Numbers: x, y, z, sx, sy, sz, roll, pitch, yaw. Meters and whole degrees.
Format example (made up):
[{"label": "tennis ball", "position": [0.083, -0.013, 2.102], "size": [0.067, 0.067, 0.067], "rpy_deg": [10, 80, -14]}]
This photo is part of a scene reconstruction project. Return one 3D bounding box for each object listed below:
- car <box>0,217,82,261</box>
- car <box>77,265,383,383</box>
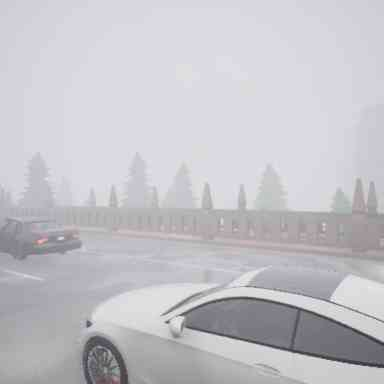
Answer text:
[{"label": "car", "position": [-6.518, 1.666, 12.815], "size": [5.357, 1.411, 2.033], "rpy_deg": [-1, 0, 35]}, {"label": "car", "position": [0.840, 1.522, 3.377], "size": [4.674, 1.442, 1.812], "rpy_deg": [0, 0, 35]}]
